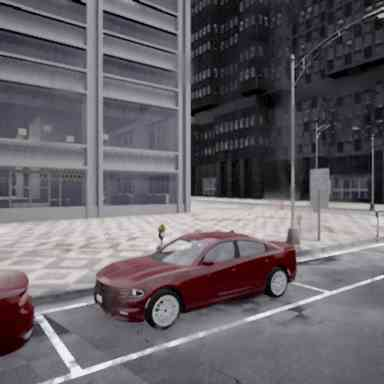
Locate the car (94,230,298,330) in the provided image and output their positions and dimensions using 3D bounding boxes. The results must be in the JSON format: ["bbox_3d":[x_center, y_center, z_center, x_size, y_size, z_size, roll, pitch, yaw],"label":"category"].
[{"bbox_3d":[0.279,1.527,6.873,4.507,1.381,1.887,0,0,-36],"label":"car"}]

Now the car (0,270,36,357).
[{"bbox_3d":[-4.212,1.551,3.655,4.507,1.381,1.887,0,0,-36],"label":"car"}]
